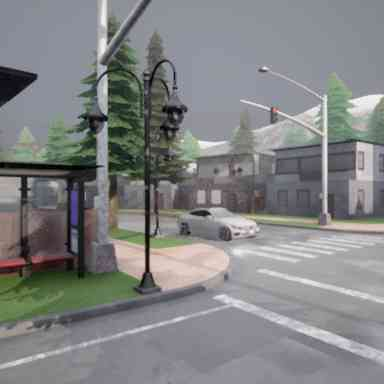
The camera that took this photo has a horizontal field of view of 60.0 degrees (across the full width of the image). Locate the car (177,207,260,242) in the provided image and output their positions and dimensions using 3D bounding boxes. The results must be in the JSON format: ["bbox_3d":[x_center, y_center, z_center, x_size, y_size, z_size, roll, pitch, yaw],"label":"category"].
[{"bbox_3d":[1.132,1.487,16.358,1.812,1.442,4.674,0,0,-40],"label":"car"}]
